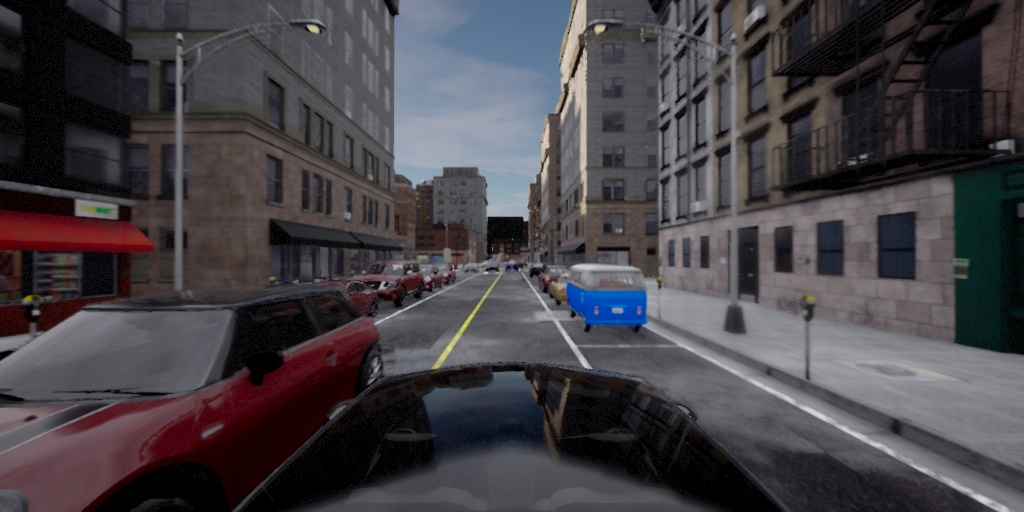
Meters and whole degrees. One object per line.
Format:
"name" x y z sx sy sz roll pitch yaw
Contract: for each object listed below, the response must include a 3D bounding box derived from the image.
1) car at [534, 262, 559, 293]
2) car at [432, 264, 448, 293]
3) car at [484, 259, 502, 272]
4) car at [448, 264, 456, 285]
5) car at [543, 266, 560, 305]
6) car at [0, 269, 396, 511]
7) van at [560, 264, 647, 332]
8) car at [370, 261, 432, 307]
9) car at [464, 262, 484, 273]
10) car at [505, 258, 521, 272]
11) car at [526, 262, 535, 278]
"car" 2.633 1.293 21.610 1.967 1.591 4.097 0 0 0
"car" -5.392 1.293 21.609 1.967 1.591 4.097 0 0 0
"car" -2.766 1.522 51.492 1.837 1.490 4.892 0 -1 0
"car" -5.393 1.322 27.018 1.967 1.591 4.097 0 0 0
"car" 2.634 1.350 16.371 1.751 1.417 4.829 0 0 0
"car" -2.851 1.110 3.155 2.097 1.767 4.553 0 0 0
"van" 2.635 1.138 10.791 1.690 1.789 3.998 0 0 0
"car" -5.391 1.140 16.199 2.192 1.841 5.009 0 0 0
"car" -5.397 1.547 48.655 2.007 1.370 4.403 0 0 0
"car" 0.003 1.494 52.345 1.882 1.535 5.008 0 -1 0
"car" 2.743 1.410 36.536 1.882 1.535 5.008 0 0 0
